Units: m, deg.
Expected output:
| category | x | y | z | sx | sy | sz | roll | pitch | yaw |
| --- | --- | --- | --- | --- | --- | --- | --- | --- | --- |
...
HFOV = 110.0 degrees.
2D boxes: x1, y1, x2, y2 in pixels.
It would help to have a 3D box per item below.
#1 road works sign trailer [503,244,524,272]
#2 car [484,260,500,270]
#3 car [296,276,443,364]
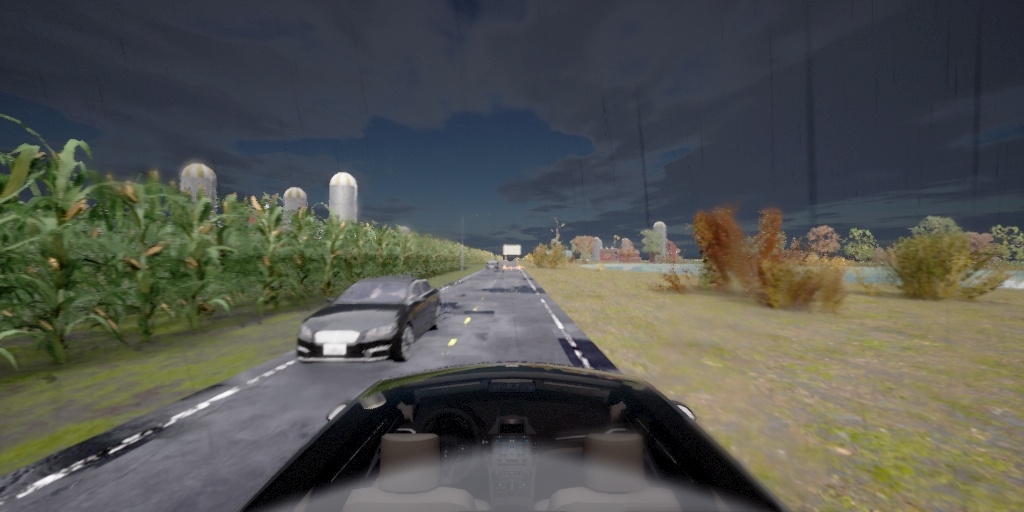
| category | x | y | z | sx | sy | sz | roll | pitch | yaw |
| --- | --- | --- | --- | --- | --- | --- | --- | --- | --- |
| road works sign trailer | -0.006 | 0.245 | 47.240 | 2.380 | 3.560 | 2.880 | 0 | 0 | 0 |
| car | -2.814 | 1.317 | 52.088 | 1.812 | 1.442 | 4.674 | 0 | 0 | 0 |
| car | -2.852 | 1.240 | 8.220 | 2.128 | 1.511 | 4.902 | 0 | 0 | 0 |
